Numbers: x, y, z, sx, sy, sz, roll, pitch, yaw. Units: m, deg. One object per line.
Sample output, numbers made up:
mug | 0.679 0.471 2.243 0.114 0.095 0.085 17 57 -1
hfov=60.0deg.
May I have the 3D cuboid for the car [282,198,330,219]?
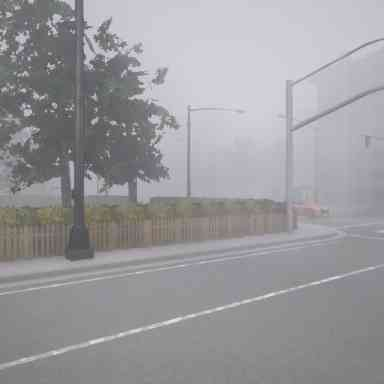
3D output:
car | 9.849 1.352 29.547 2.097 1.767 4.553 0 0 -35
